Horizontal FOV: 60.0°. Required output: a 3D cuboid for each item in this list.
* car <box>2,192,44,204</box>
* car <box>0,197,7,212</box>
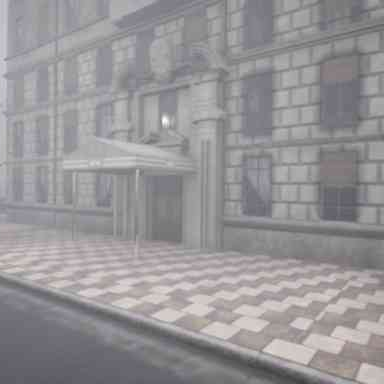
[{"bbox_3d":[-23.963,0.815,47.283,1.882,1.535,5.008,1,1,36],"label":"car"},{"bbox_3d":[-16.785,1.130,31.304,2.033,1.411,5.357,1,0,35],"label":"car"}]
